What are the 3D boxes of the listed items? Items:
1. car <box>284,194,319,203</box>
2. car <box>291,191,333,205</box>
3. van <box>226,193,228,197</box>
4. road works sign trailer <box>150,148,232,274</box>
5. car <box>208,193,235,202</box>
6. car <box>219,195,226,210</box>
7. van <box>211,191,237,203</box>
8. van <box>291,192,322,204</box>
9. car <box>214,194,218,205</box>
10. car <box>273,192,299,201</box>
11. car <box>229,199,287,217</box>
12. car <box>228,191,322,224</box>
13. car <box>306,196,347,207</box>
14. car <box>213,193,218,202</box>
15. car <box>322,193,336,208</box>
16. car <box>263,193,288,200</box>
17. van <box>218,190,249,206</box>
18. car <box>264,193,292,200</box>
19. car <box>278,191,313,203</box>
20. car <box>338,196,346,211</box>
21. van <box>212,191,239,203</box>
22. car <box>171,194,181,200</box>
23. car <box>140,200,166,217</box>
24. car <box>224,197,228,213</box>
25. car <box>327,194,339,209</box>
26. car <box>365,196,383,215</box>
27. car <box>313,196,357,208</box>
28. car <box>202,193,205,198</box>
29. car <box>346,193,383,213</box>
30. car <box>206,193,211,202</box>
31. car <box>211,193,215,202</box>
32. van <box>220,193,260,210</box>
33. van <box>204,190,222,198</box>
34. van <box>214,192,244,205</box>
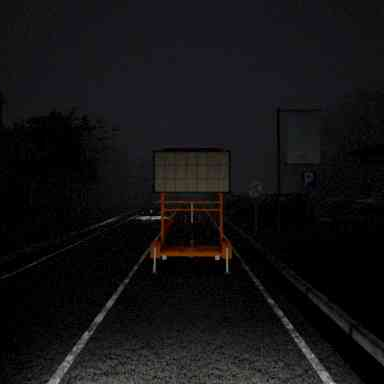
[{"bbox_3d":[18.822,1.113,57.503,5.366,1.575,1.946,0,1,0],"label":"car"},{"bbox_3d":[18.685,0.936,51.949,5.566,2.045,2.435,0,1,0],"label":"car"},{"bbox_3d":[5.768,1.122,31.680,4.442,1.987,1.878,0,0,0],"label":"van"},{"bbox_3d":[0.002,0.434,10.495,2.380,3.560,2.880,0,0,2],"label":"road works sign trailer"},{"bbox_3d":[5.531,1.051,62.525,4.892,1.521,2.231,0,1,0],"label":"car"},{"bbox_3d":[5.635,1.333,34.484,5.008,1.535,2.097,0,0,0],"label":"car"},{"bbox_3d":[5.665,0.860,59.720,4.442,1.987,1.878,0,1,0],"label":"van"},{"bbox_3d":[18.763,0.926,54.726,4.442,1.987,1.878,0,1,0],"label":"van"},{"bbox_3d":[5.639,1.309,42.897,4.792,1.488,2.163,0,0,0],"label":"car"},{"bbox_3d":[18.636,0.883,65.829,4.553,1.767,2.185,0,1,0],"label":"car"},{"bbox_3d":[5.664,1.402,28.878,4.674,1.452,2.002,0,0,0],"label":"car"},{"bbox_3d":[5.654,1.139,23.270,5.566,2.045,2.435,0,0,0],"label":"car"},{"bbox_3d":[18.705,1.277,46.401,4.792,1.488,2.163,0,1,0],"label":"car"},{"bbox_3d":[5.597,1.293,45.704,4.674,1.452,2.002,0,1,0],"label":"car"},{"bbox_3d":[18.882,1.292,40.846,5.366,1.575,1.946,0,0,0],"label":"car"},{"bbox_3d":[18.580,0.902,74.157,4.892,1.521,2.231,0,1,0],"label":"car"},{"bbox_3d":[5.514,1.092,37.290,4.442,1.987,1.878,0,0,0],"label":"van"},{"bbox_3d":[18.400,0.934,71.380,5.366,1.575,1.946,0,1,0],"label":"car"},{"bbox_3d":[18.654,0.829,60.275,5.566,2.045,2.435,0,1,0],"label":"car"},{"bbox_3d":[18.711,1.331,35.291,4.892,1.521,2.231,0,0,0],"label":"car"},{"bbox_3d":[5.675,0.896,56.917,4.442,1.987,1.878,0,1,0],"label":"van"},{"bbox_3d":[-3.412,1.066,70.260,1.895,1.301,4.718,0,1,0],"label":"car"},{"bbox_3d":[-3.419,1.426,29.926,1.994,1.385,4.181,0,0,0],"label":"car"},{"bbox_3d":[5.486,1.373,26.074,5.366,1.575,1.946,0,0,0],"label":"car"},{"bbox_3d":[18.702,1.313,38.069,5.008,1.535,2.097,0,0,0],"label":"car"},{"bbox_3d":[18.743,1.358,29.741,5.008,1.535,2.097,0,0,0],"label":"car"},{"bbox_3d":[18.657,1.305,43.618,4.792,1.488,2.163,0,1,0],"label":"car"},{"bbox_3d":[5.478,0.690,70.931,5.566,2.045,2.435,0,1,0],"label":"car"},{"bbox_3d":[18.699,1.093,32.515,5.566,2.045,2.435,0,0,0],"label":"car"},{"bbox_3d":[5.540,0.907,54.112,5.566,2.045,2.435,0,1,0],"label":"car"},{"bbox_3d":[5.595,1.225,48.507,4.892,1.521,2.231,0,1,0],"label":"car"},{"bbox_3d":[5.737,1.073,40.092,4.442,1.987,1.878,0,0,0],"label":"van"},{"bbox_3d":[5.339,0.534,84.946,4.442,1.987,1.878,0,1,0],"label":"van"},{"bbox_3d":[5.695,0.968,51.312,4.442,1.987,1.878,0,1,0],"label":"van"}]
